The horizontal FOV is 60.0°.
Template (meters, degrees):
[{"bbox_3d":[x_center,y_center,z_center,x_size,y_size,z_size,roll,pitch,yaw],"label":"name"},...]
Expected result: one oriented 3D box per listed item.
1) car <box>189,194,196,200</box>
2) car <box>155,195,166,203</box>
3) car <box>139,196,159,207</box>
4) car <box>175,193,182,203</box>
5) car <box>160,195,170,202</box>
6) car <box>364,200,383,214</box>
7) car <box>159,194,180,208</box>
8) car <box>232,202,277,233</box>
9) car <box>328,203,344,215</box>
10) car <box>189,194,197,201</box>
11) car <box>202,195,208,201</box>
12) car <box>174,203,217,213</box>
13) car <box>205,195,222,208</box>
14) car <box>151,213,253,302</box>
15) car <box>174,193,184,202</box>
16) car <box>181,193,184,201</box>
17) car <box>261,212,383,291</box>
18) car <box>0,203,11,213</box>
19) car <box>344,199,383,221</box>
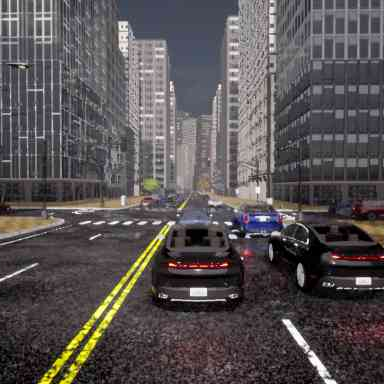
[{"bbox_3d":[0.236,1.387,90.175,1.882,1.535,5.008,0,0,0],"label":"car"},{"bbox_3d":[-6.342,1.420,67.651,1.882,1.535,5.008,0,0,0],"label":"car"},{"bbox_3d":[-6.460,1.491,49.043,1.812,1.442,4.674,0,0,2],"label":"car"},{"bbox_3d":[-3.183,1.460,57.609,1.837,1.490,4.892,0,0,0],"label":"car"},{"bbox_3d":[-6.297,1.453,77.922,1.812,1.442,4.674,0,0,0],"label":"car"},{"bbox_3d":[21.905,1.643,36.779,4.829,1.417,1.752,1,0,1],"label":"car"},{"bbox_3d":[-3.215,1.471,48.270,1.837,1.490,4.892,0,0,0],"label":"car"},{"bbox_3d":[3.395,1.342,18.029,2.097,1.767,4.553,0,0,0],"label":"car"},{"bbox_3d":[16.336,1.675,34.288,4.181,1.385,1.994,1,1,1],"label":"car"},{"bbox_3d":[0.209,1.450,80.180,1.812,1.442,4.674,0,0,0],"label":"car"},{"bbox_3d":[3.462,1.424,80.818,1.837,1.490,4.892,0,0,0],"label":"car"},{"bbox_3d":[0.146,1.538,17.794,2.033,1.411,5.357,0,0,0],"label":"car"},{"bbox_3d":[3.323,1.566,48.476,1.895,1.301,4.718,0,0,2],"label":"car"},{"bbox_3d":[0.119,1.501,8.239,1.837,1.490,4.892,0,0,0],"label":"car"},{"bbox_3d":[-3.047,1.154,77.882,2.150,2.045,5.566,0,0,0],"label":"car"},{"bbox_3d":[-3.098,1.469,67.430,1.812,1.442,4.674,0,0,1],"label":"car"},{"bbox_3d":[3.373,1.500,8.946,1.837,1.490,4.892,0,0,0],"label":"car"},{"bbox_3d":[-20.031,1.315,31.790,5.008,1.535,1.882,1,1,1],"label":"car"},{"bbox_3d":[16.275,1.519,28.507,5.009,1.841,2.192,1,0,1],"label":"car"}]
